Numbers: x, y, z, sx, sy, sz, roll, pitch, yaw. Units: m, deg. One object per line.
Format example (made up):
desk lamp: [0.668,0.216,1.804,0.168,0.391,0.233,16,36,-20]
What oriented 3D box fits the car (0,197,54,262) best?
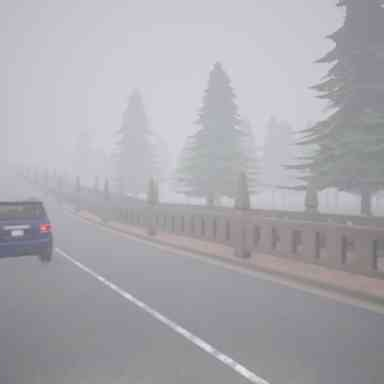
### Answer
car: [-6.312,1.181,11.414,2.150,2.045,5.566,0,1,-34]
